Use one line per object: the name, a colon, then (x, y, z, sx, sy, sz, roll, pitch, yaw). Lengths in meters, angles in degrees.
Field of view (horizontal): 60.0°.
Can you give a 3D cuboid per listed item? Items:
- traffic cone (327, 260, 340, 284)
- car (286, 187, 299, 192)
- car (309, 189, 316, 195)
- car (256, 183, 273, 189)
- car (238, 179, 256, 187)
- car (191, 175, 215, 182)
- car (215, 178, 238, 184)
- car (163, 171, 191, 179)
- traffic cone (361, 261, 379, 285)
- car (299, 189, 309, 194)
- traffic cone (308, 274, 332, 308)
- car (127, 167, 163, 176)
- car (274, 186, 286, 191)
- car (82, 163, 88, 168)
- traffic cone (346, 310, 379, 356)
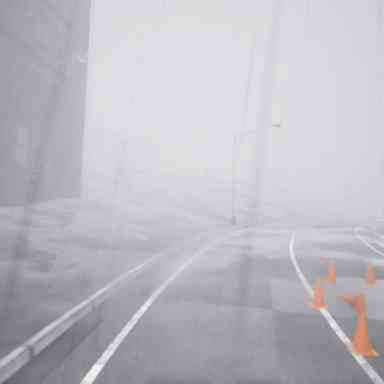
traffic cone: (3.715, 2.103, 8.869, 0.340, 0.580, 0.340, 1, -1, 3)
car: (21.640, -0.259, 76.137, 4.892, 1.521, 2.231, 6, -6, -44)
car: (29.373, 0.364, 84.282, 2.435, 2.045, 5.566, -2, -6, 43)
car: (13.791, -1.007, 68.551, 4.792, 1.488, 2.163, 5, -6, -42)
car: (9.570, -1.561, 64.716, 4.553, 1.767, 2.185, 5, -5, -41)
car: (1.147, -2.156, 57.553, 4.674, 1.452, 2.002, 5, -5, -38)
car: (5.405, -1.818, 61.094, 5.008, 1.535, 2.097, 5, -5, -40)
car: (-3.184, -2.564, 54.109, 4.892, 1.521, 2.231, 5, -5, -37)
traffic cone: (4.711, 2.121, 8.820, 0.340, 0.580, 0.340, 1, -1, 3)
car: (25.552, 0.041, 80.184, 2.185, 1.767, 4.553, -2, -6, 44)
traffic cone: (2.627, 2.065, 6.912, 0.340, 0.580, 0.340, 1, -1, 6)
car: (-7.558, -2.910, 50.760, 4.892, 1.521, 2.231, 4, -5, -37)
car: (17.791, -0.607, 72.334, 4.674, 1.452, 2.002, 6, -6, -43)
car: (-16.237, -3.694, 44.142, 4.553, 1.767, 2.185, 4, -5, -37)
traffic cone: (2.520, 2.048, 4.924, 0.340, 0.580, 0.340, 1, 0, 3)
